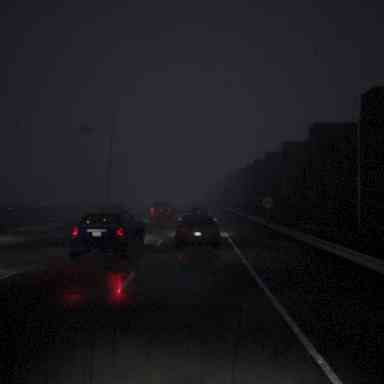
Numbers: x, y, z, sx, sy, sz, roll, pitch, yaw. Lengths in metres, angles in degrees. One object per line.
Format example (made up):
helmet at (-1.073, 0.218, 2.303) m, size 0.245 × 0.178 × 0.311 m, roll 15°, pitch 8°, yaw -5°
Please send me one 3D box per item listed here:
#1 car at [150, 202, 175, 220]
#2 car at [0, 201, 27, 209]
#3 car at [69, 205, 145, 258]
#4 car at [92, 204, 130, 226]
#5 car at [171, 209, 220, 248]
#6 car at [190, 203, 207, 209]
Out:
car at (-2.842, 1.744, 33.029) m, size 2.097 × 1.767 × 4.553 m, roll 0°, pitch -1°, yaw 1°
car at (-23.816, 2.036, 44.364) m, size 1.837 × 1.490 × 4.892 m, roll 0°, pitch -1°, yaw 0°
car at (-3.265, 1.515, 13.679) m, size 2.097 × 1.767 × 4.553 m, roll 0°, pitch -1°, yaw 1°
car at (-6.467, 1.830, 27.236) m, size 1.837 × 1.490 × 4.892 m, roll 0°, pitch 0°, yaw 1°
car at (0.280, 1.755, 15.950) m, size 1.994 × 1.385 × 4.181 m, roll 0°, pitch -1°, yaw 1°
car at (0.718, 1.961, 36.603) m, size 1.812 × 1.442 × 4.674 m, roll 0°, pitch -1°, yaw 1°
